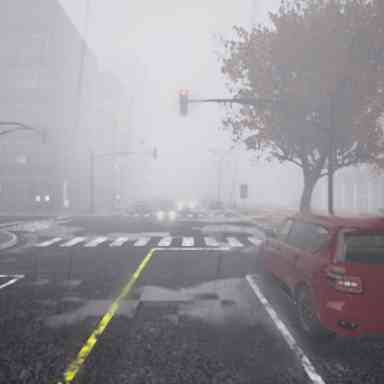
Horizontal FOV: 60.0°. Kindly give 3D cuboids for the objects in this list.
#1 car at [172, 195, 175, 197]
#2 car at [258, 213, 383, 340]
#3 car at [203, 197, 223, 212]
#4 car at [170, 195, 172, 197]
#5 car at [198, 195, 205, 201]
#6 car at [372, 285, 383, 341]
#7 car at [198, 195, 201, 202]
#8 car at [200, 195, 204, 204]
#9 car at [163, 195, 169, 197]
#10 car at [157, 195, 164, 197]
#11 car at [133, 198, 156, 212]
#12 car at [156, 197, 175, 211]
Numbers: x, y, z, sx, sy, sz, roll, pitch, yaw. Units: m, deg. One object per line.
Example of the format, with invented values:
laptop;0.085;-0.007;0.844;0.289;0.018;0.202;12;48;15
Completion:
car;-5.839;1.515;83.120;1.967;1.590;4.097;0;0;0
car;2.681;1.316;6.485;2.192;1.841;5.009;0;0;0
car;2.622;1.560;38.873;1.887;1.381;4.507;0;0;0
car;-5.818;1.639;72.053;1.802;1.307;4.206;0;0;0
car;2.532;1.629;88.667;1.887;1.381;4.507;0;0;0
car;2.691;1.566;0.962;1.947;1.339;4.313;0;0;0
car;2.572;1.631;66.535;1.802;1.307;4.206;0;0;0
car;2.601;1.553;50.108;1.752;1.417;4.829;0;0;0
car;-5.798;1.482;60.989;1.967;1.590;4.097;0;0;0
car;-5.779;1.578;49.924;2.008;1.369;4.403;0;0;0
car;-5.758;1.567;38.858;2.008;1.369;4.403;0;0;0
car;-3.074;1.629;41.315;1.895;1.301;4.718;0;0;0
